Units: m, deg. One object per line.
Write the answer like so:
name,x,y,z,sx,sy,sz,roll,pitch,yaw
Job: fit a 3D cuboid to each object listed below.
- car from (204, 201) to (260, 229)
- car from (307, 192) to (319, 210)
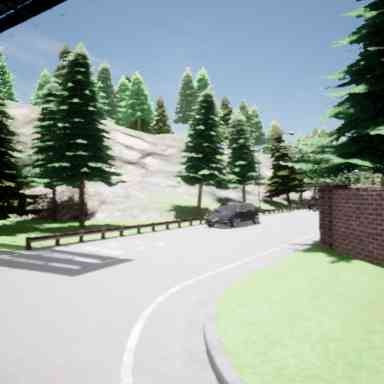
car,2.611,1.365,20.775,1.837,1.490,4.892,-1,0,35
car,15.028,1.007,38.153,2.150,2.045,5.566,-1,-1,36
